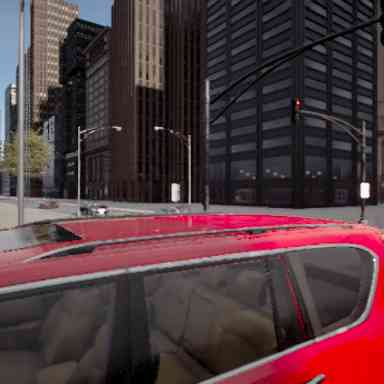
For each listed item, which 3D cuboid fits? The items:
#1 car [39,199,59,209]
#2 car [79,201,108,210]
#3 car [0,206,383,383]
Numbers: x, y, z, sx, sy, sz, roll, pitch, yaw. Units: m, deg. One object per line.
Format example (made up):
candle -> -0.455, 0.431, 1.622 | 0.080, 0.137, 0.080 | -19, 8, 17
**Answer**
car -> -20.608, 1.748, 47.849 | 1.994, 1.385, 4.181 | 0, 0, -35
car -> -9.697, 1.625, 32.527 | 2.128, 1.511, 4.902 | 0, 0, -36
car -> -0.814, 1.222, 2.071 | 5.566, 2.045, 2.150 | 0, 0, -31
